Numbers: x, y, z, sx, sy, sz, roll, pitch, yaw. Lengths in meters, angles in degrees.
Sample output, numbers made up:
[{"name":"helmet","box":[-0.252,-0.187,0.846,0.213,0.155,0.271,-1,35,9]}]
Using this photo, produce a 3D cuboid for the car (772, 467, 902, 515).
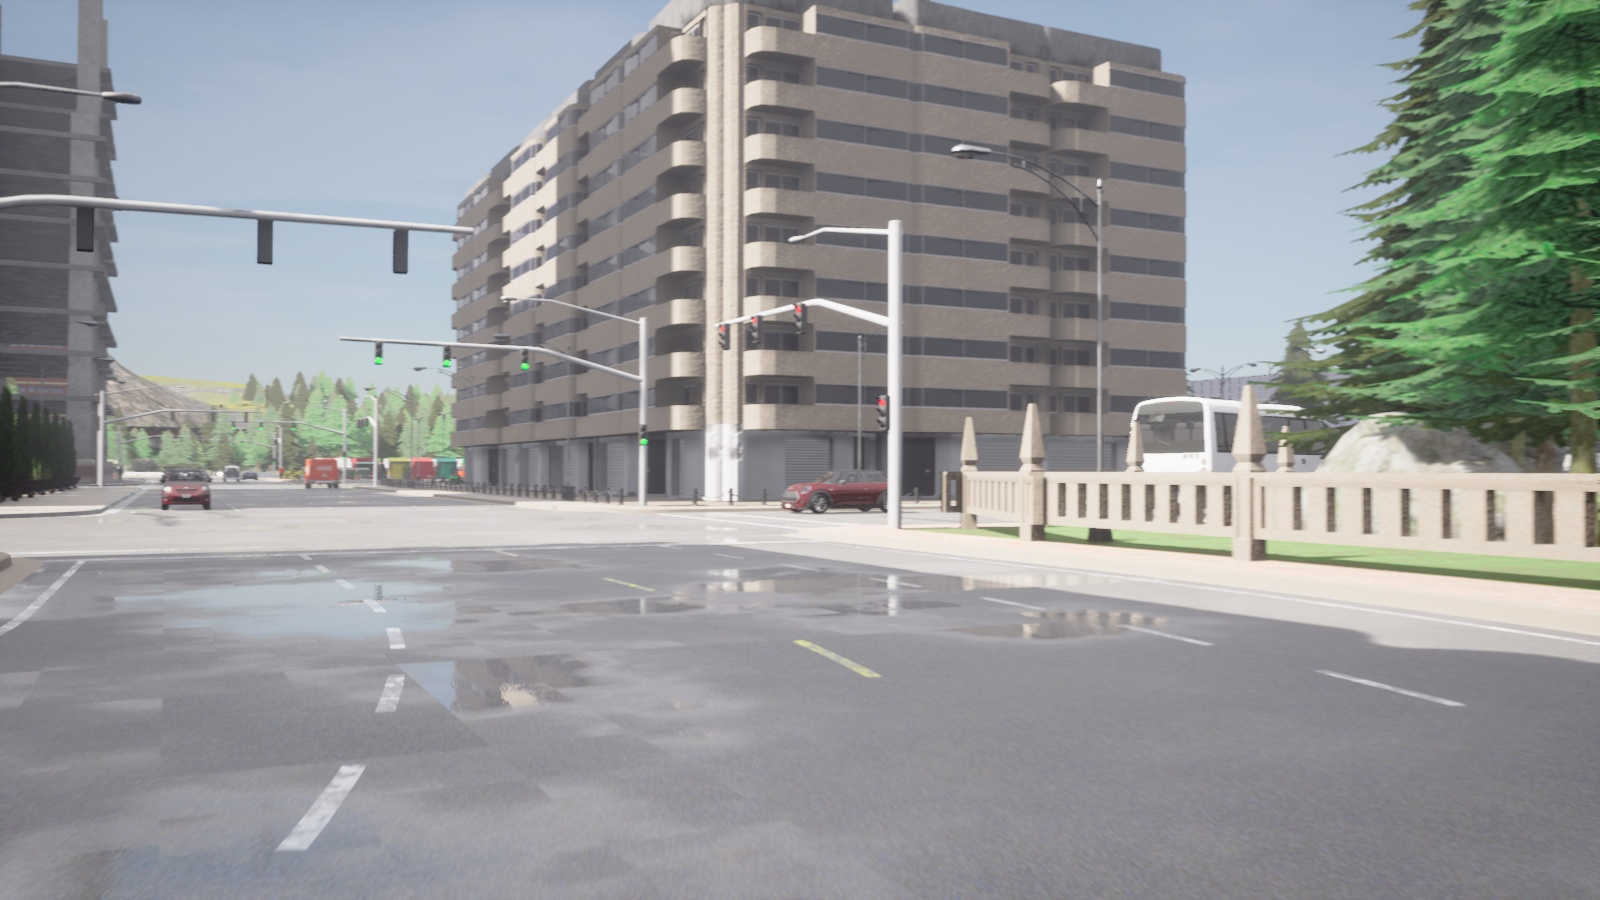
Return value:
[{"name":"car","box":[1.425,1.535,48.543,4.553,1.767,2.097,0,-1,-27]}]

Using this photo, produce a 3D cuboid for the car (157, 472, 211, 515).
[{"name":"car","box":[-24.230,1.668,49.380,1.851,1.617,3.988,0,-1,-26]}]

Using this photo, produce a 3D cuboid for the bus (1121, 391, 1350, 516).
[{"name":"bus","box":[16.826,0.209,47.974,10.273,4.253,3.944,1,-2,-44]}]
